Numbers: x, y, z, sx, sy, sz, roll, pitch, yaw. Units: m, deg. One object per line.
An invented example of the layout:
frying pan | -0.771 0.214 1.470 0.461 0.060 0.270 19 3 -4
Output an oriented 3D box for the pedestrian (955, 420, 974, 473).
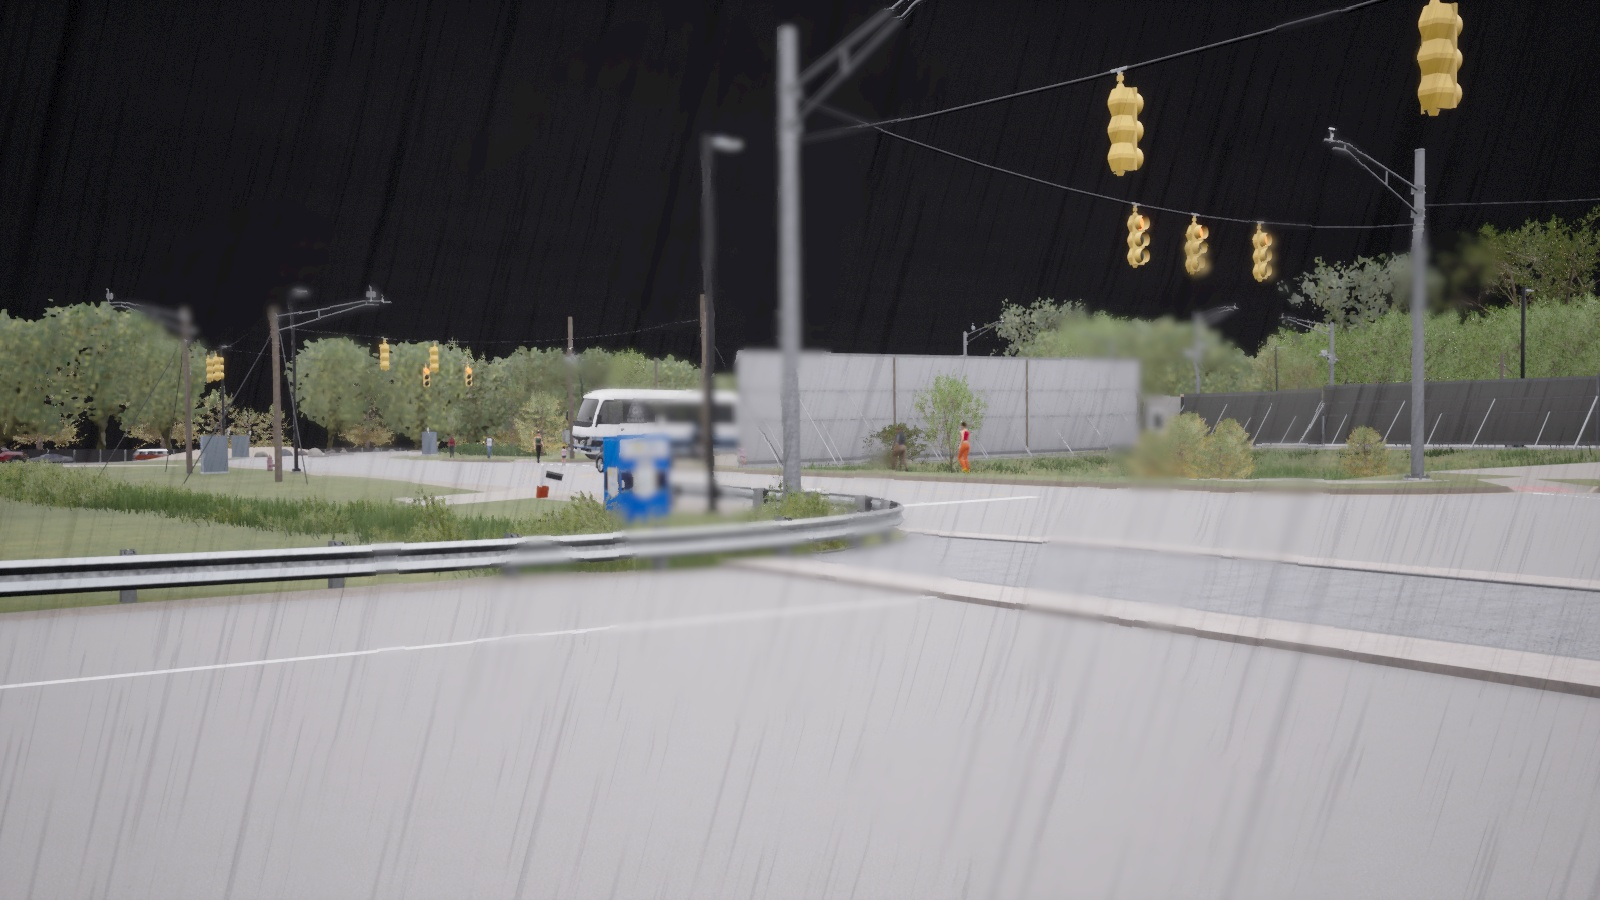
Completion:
pedestrian | 5.805 -0.136 44.403 0.345 1.836 0.594 -2 2 -37

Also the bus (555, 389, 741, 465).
bus | -9.107 -1.400 75.539 10.273 4.253 3.944 0 3 -29

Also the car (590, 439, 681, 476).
car | -7.139 0.282 54.108 1.837 1.490 4.892 -2 2 -35

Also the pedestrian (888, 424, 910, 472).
pedestrian | 3.854 -0.088 48.843 0.540 1.848 0.694 -2 2 -36
